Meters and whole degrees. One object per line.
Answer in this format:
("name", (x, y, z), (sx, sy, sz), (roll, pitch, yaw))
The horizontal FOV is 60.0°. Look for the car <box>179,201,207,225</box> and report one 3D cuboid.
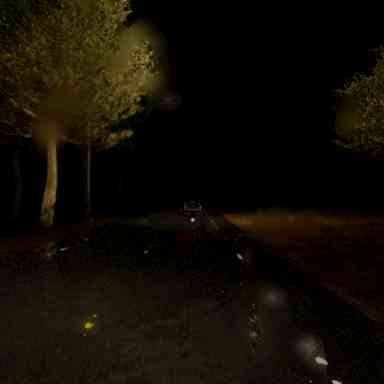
("car", (0.059, 1.702, 25.791), (1.837, 1.490, 4.892), (0, 0, 0))
